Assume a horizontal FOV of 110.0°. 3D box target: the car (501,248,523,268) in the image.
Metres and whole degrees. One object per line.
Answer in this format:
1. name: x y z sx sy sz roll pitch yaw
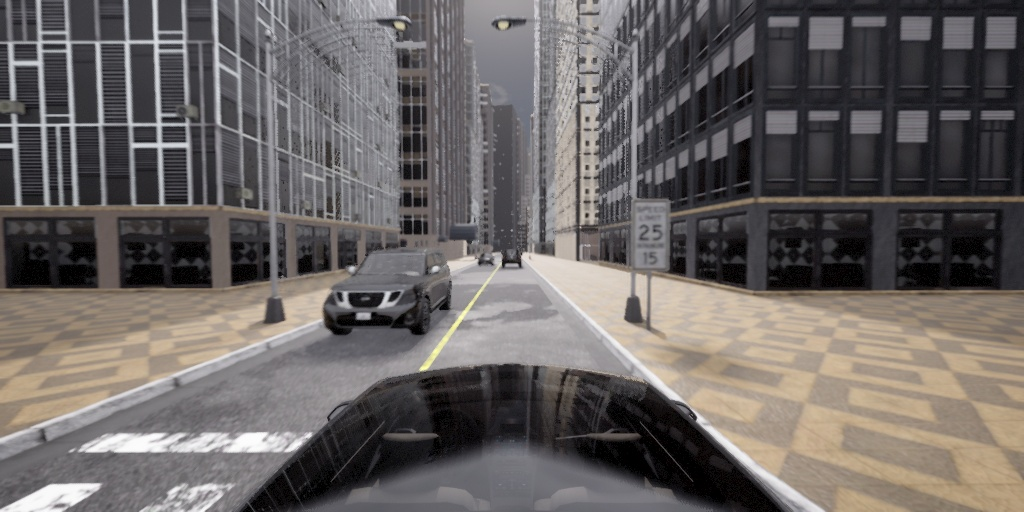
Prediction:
1. car: -0.016 0.184 39.014 2.150 2.045 5.566 0 1 0

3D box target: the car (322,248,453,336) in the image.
1. car: -3.106 0.805 10.249 2.150 2.045 5.566 0 2 0

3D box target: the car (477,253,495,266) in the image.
1. car: -3.029 0.399 42.735 1.837 1.490 4.892 0 1 0
